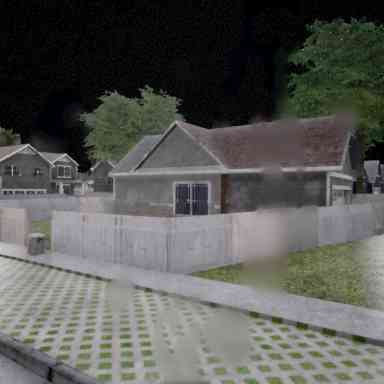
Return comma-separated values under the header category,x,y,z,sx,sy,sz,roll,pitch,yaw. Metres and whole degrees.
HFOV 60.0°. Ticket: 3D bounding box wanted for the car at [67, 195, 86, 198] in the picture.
category,x,y,z,sx,sy,sz,roll,pitch,yaw
car,-12.766,1.165,36.194,1.837,1.490,4.892,1,1,34
